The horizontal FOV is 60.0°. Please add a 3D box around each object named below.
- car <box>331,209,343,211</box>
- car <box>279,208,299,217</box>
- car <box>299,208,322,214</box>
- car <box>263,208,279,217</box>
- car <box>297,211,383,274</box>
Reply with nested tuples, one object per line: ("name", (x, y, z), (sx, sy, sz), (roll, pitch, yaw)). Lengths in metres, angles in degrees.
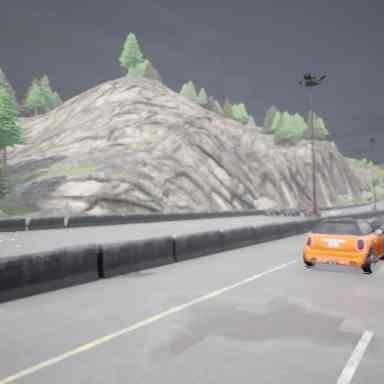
("car", (23.787, 3.477, 54.598), (1.812, 1.442, 4.674), (-2, -3, 37))
("car", (17.332, 3.598, 57.644), (1.837, 1.490, 4.892), (-2, -3, 37))
("car", (20.173, 3.482, 55.610), (1.882, 1.535, 5.008), (-2, -3, 37))
("car", (14.499, 3.687, 59.693), (1.837, 1.490, 4.892), (-2, -3, 37))
("car", (5.822, 1.766, 12.392), (2.097, 1.767, 4.553), (-2, -3, 37))
